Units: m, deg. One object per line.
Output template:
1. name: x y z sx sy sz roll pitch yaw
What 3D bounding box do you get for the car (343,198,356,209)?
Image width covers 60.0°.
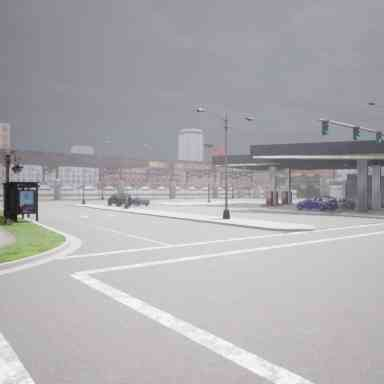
1. car: 18.597 1.456 42.246 1.970 1.475 3.806 0 0 -35

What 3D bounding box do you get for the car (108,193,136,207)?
1. car: -11.367 1.222 52.222 2.150 2.045 5.566 0 0 -35

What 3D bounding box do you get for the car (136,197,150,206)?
1. car: -8.748 1.547 54.588 2.033 1.411 5.357 0 0 -35

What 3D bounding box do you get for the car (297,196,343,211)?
1. car: 14.323 1.295 38.331 2.242 1.667 4.611 0 0 -35
